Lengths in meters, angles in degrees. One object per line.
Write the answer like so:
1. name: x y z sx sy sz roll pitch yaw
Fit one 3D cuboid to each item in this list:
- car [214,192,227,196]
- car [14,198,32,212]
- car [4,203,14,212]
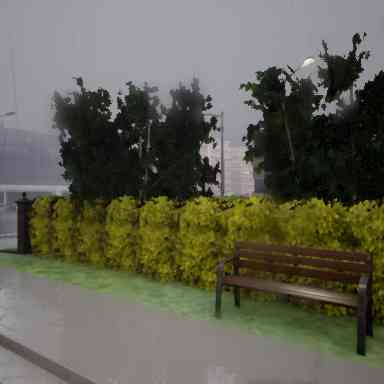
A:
1. car: 6.190 0.699 73.575 1.812 1.442 4.674 0 0 35
2. car: -16.119 1.553 35.897 1.895 1.301 4.718 0 0 36
3. car: -18.874 1.479 38.046 1.812 1.442 4.674 0 0 35
